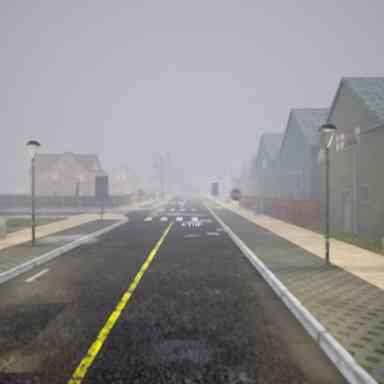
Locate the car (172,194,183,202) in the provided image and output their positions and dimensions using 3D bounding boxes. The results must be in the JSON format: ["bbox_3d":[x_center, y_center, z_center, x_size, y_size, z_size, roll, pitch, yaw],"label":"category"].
[{"bbox_3d":[-2.739,1.056,62.031,2.033,1.411,5.357,0,0,0],"label":"car"}]
